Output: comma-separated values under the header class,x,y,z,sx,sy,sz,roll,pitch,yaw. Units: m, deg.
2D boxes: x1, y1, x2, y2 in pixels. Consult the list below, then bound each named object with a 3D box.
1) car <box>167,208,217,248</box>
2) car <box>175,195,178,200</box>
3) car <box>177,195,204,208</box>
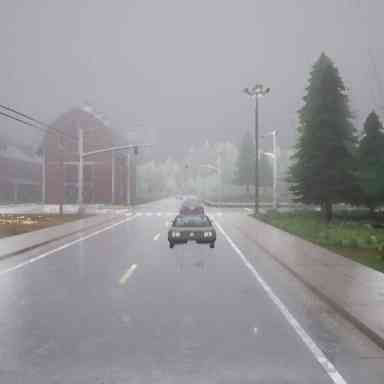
class,x,y,z,sx,sy,sz,roll,pitch,yaw
car,0.000,1.615,14.680,1.895,1.301,4.718,0,0,0
car,-3.500,1.466,88.917,1.812,1.442,4.674,0,0,0
car,0.000,1.365,29.620,2.097,1.767,4.553,0,0,0
